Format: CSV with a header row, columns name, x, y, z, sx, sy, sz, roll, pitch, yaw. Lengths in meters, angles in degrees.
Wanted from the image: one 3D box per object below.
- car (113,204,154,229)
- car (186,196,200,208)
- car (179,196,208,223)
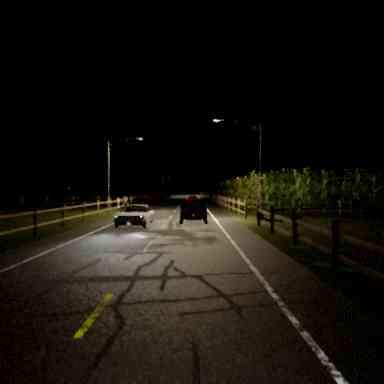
name,x,y,z,sx,sy,sz,roll,pitch,yaw
car,-3.551,1.465,20.888,1.895,1.301,4.718,0,0,0
car,0.110,1.257,43.897,1.812,1.442,4.674,0,0,0
car,0.105,1.322,24.044,1.882,1.535,5.008,0,1,0
